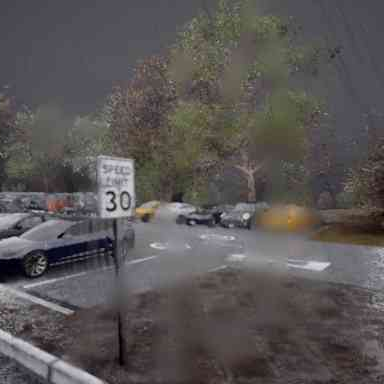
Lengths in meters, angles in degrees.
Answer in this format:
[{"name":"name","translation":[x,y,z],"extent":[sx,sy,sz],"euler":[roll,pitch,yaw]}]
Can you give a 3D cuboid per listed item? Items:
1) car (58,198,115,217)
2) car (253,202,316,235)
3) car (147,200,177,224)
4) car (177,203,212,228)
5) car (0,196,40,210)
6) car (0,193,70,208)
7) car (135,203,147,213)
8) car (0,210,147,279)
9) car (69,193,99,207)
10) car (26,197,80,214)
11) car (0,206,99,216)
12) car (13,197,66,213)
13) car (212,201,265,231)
[{"name":"car","translation":[-9.755,1.391,31.086],"extent":[2.163,1.488,4.792],"euler":[1,0,36]},{"name":"car","translation":[5.848,1.560,19.785],"extent":[2.097,1.535,5.008],"euler":[1,0,36]},{"name":"car","translation":[-0.775,1.516,24.597],"extent":[2.002,1.452,4.674],"euler":[1,0,36]},{"name":"car","translation":[1.451,1.534,22.948],"extent":[2.163,1.488,4.792],"euler":[1,0,36]},{"name":"car","translation":[-20.936,1.278,39.246],"extent":[2.097,1.535,5.008],"euler":[0,0,36]},{"name":"car","translation":[-8.450,1.232,14.044],"extent":[2.435,2.045,5.566],"euler":[1,0,36]},{"name":"car","translation":[-3.124,1.444,26.077],"extent":[1.946,1.575,5.366],"euler":[1,0,36]},{"name":"car","translation":[-3.993,1.570,10.737],"extent":[2.163,1.488,4.792],"euler":[1,0,36]},{"name":"car","translation":[-7.478,1.139,29.503],"extent":[2.435,2.045,5.566],"euler":[1,0,36]},{"name":"car","translation":[-14.305,1.341,34.460],"extent":[2.163,1.488,4.792],"euler":[1,0,36]},{"name":"car","translation":[-6.219,1.511,12.396],"extent":[2.097,1.535,5.008],"euler":[1,0,36]},{"name":"car","translation":[-16.441,1.325,36.011],"extent":[2.163,1.488,4.792],"euler":[0,0,36]},{"name":"car","translation":[3.628,1.406,21.442],"extent":[2.185,1.767,4.553],"euler":[1,0,36]}]
